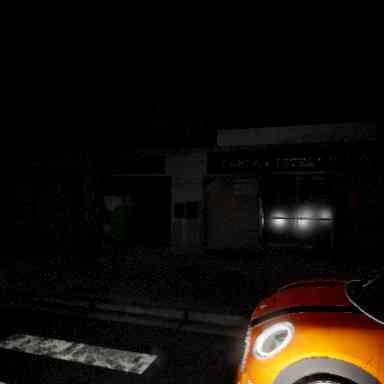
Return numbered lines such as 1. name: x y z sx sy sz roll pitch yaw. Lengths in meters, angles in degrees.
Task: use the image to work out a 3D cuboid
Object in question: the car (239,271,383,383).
1. car: 2.773 1.360 3.223 4.553 1.767 2.097 0 -1 18
